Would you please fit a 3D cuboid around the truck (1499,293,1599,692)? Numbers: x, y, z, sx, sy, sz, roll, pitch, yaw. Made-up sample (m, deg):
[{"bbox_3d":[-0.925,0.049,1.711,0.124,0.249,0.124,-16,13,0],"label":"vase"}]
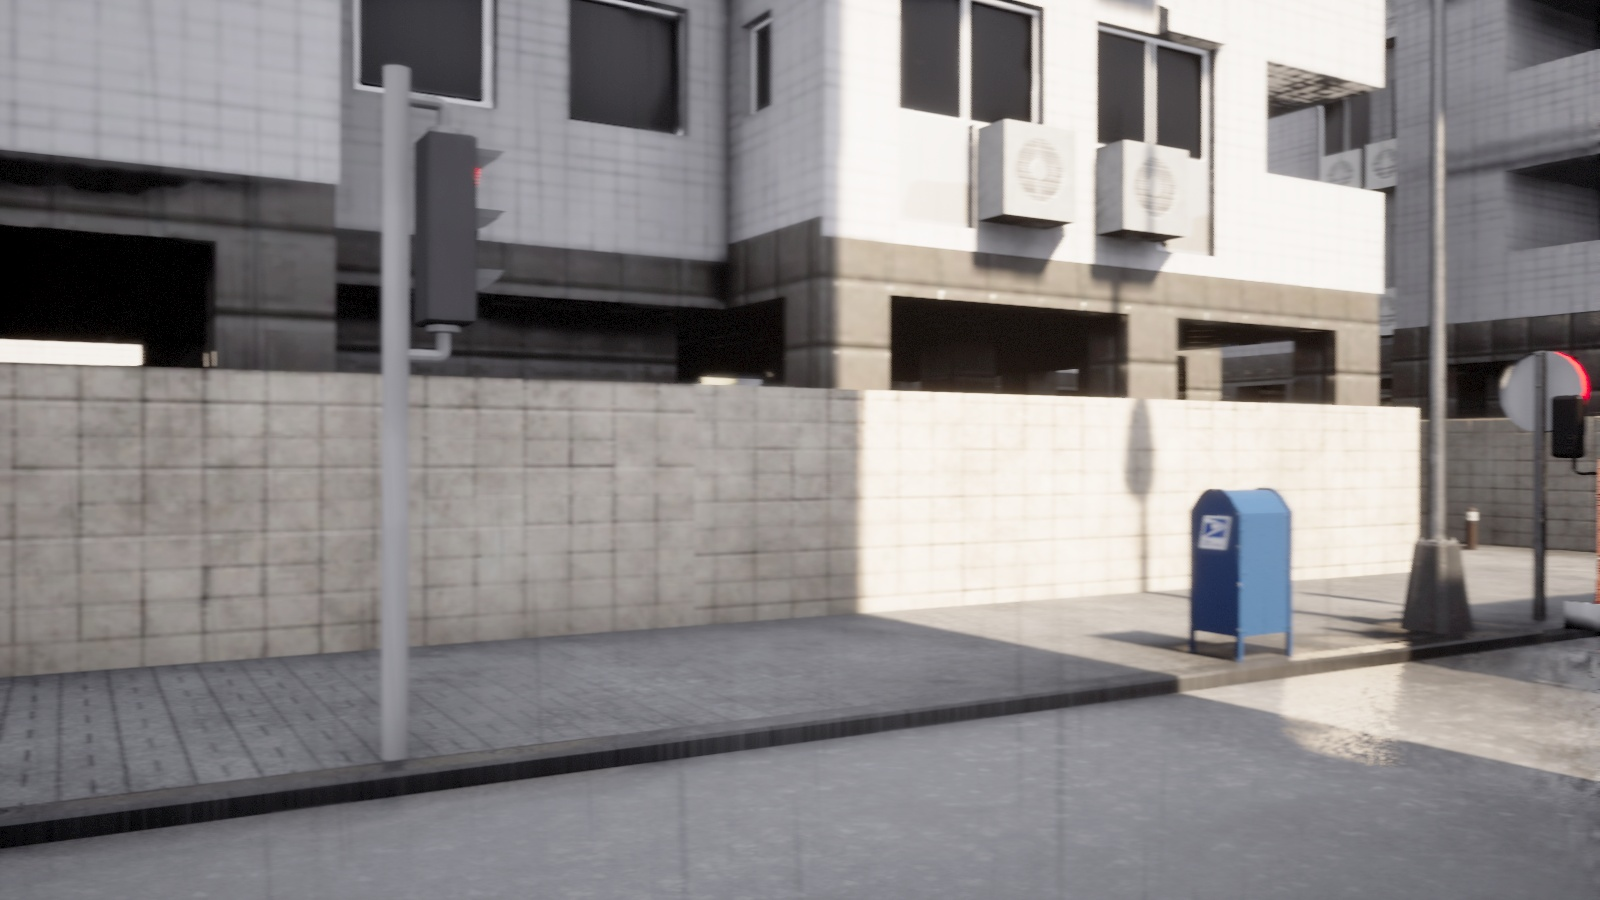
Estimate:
[{"bbox_3d":[7.536,0.259,8.512,5.204,2.467,2.627,0,0,-31],"label":"truck"}]
